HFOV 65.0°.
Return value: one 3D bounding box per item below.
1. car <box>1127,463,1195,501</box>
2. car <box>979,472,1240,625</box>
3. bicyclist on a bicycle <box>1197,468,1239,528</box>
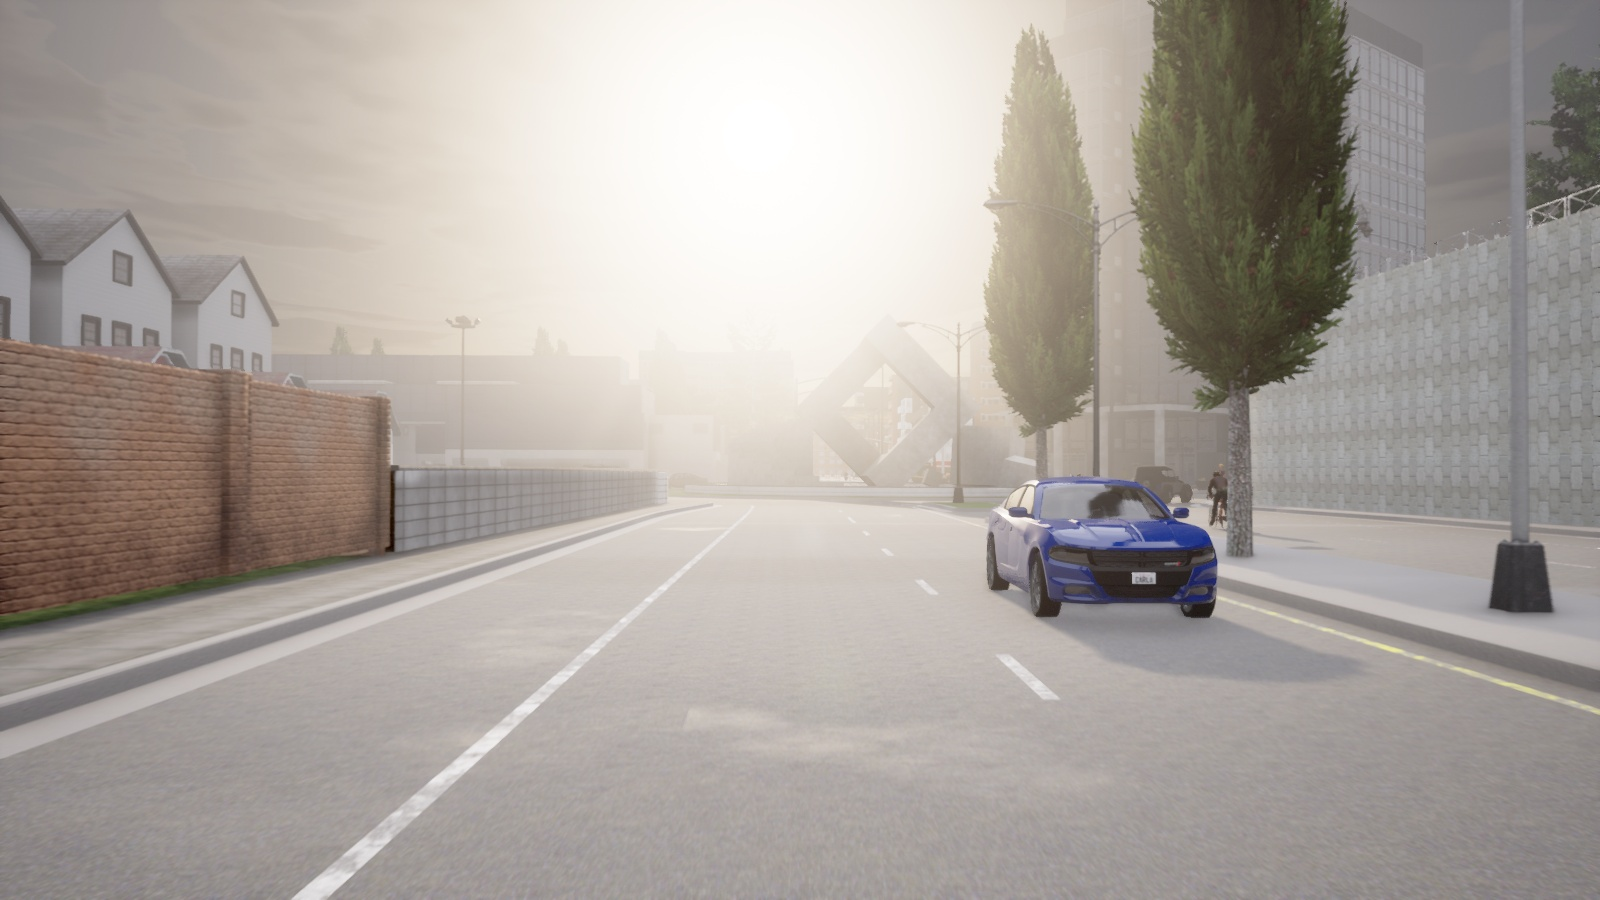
[{"bbox_3d":[18.587,1.617,64.542,1.905,1.878,3.866,-1,-1,41],"label":"car"},{"bbox_3d":[3.463,1.032,15.123,1.882,1.535,5.008,0,-1,0],"label":"car"},{"bbox_3d":[11.416,1.297,34.343,0.582,1.620,1.656,0,-1,0],"label":"bicyclist on a bicycle"}]
